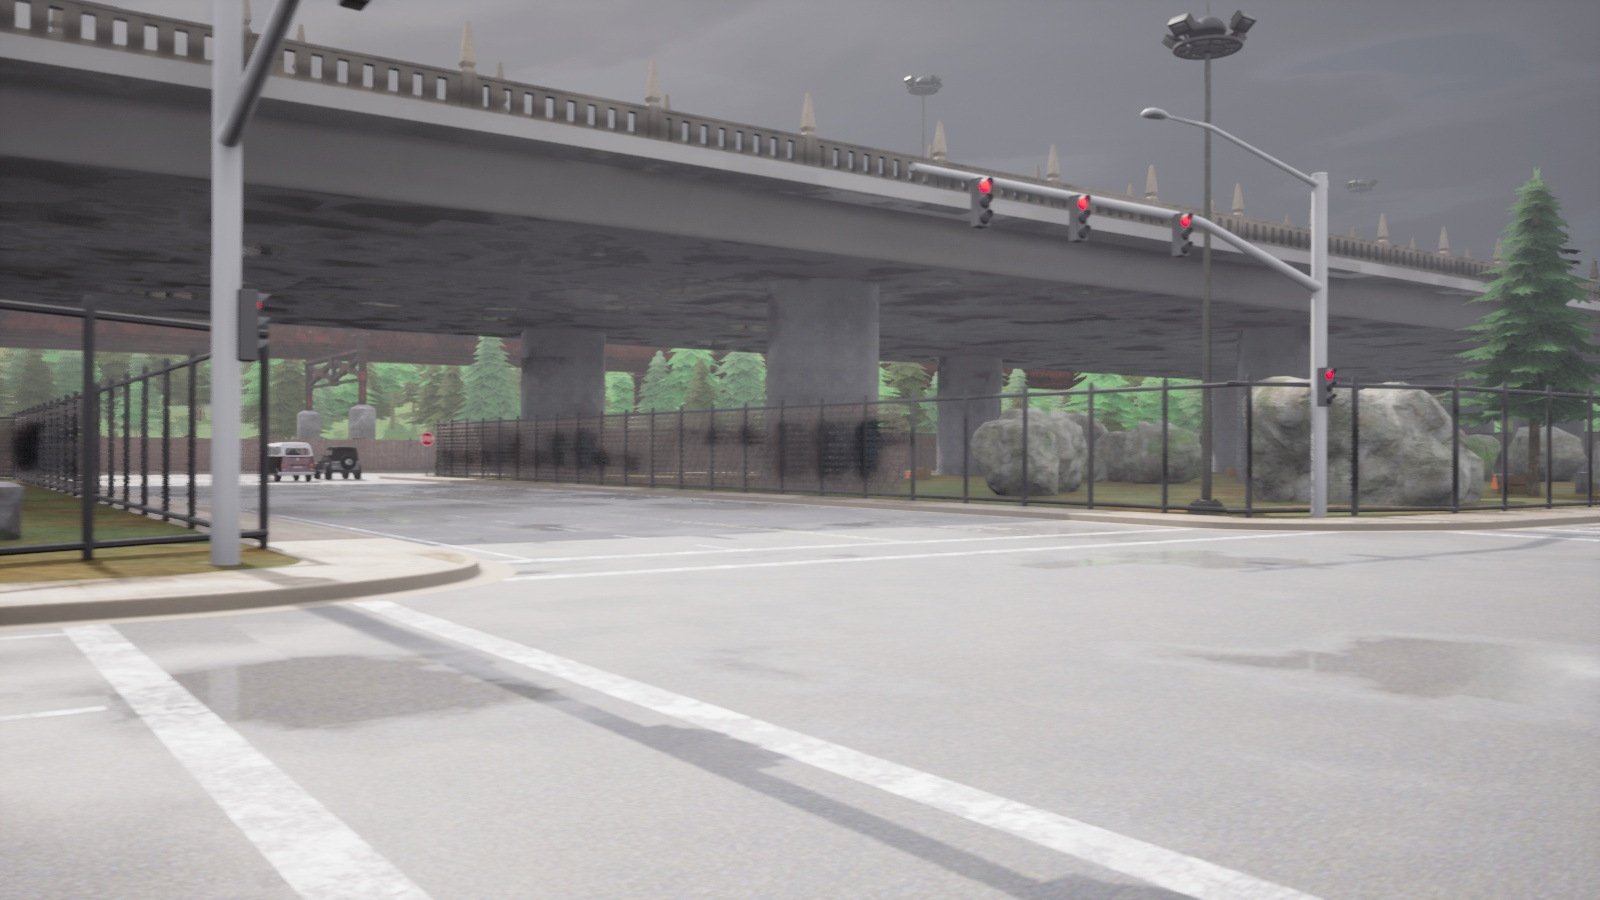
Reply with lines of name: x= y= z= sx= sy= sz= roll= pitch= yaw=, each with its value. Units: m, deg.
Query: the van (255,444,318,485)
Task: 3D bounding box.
van: x=-26.658 y=0.721 z=65.153 sx=2.069 sy=2.038 sz=4.480 roll=0 pitch=0 yaw=-35

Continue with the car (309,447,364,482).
car: x=-25.912 y=0.808 z=70.142 sx=1.905 sy=1.878 sz=3.866 roll=0 pitch=0 yaw=-35
